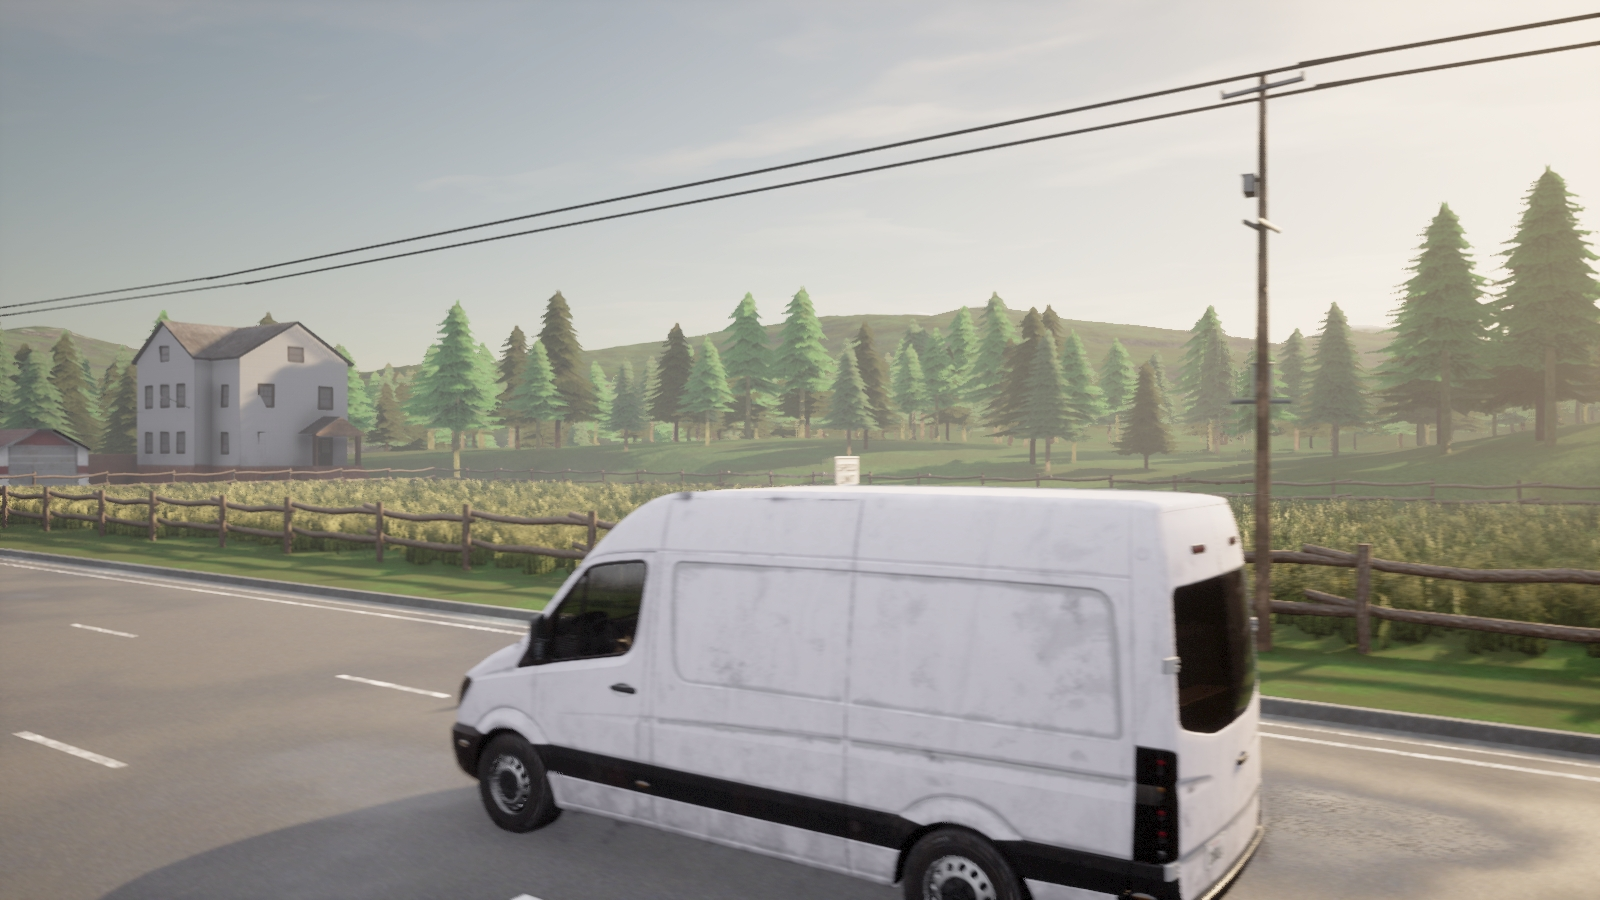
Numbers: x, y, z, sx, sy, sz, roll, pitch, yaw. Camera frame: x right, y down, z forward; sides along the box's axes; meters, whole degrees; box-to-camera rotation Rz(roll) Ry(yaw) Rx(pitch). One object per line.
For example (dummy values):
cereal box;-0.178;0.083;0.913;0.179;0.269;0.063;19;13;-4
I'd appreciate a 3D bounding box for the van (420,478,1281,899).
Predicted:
van;0.025;1.536;8.046;5.915;2.561;1.988;0;0;35
